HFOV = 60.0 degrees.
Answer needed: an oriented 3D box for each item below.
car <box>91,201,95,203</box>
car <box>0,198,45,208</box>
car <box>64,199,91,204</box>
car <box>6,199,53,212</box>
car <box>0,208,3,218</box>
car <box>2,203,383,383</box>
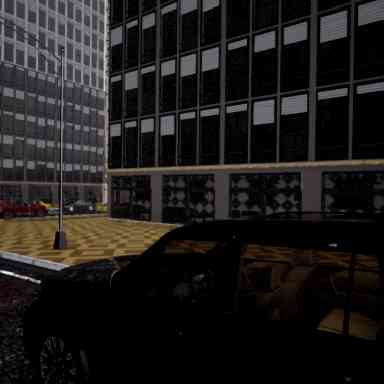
[{"bbox_3d":[-9.337,1.828,40.263,1.752,1.417,4.829,1,0,37],"label":"car"},{"bbox_3d":[-16.161,1.517,31.071,2.192,1.841,5.009,1,0,37],"label":"car"},{"bbox_3d":[-14.697,1.703,42.739,1.837,1.490,4.892,1,0,37],"label":"car"},{"bbox_3d":[-19.632,1.640,40.456,1.752,1.417,4.829,1,0,37],"label":"car"},{"bbox_3d":[-7.318,1.347,8.929,4.553,1.767,2.097,0,0,36],"label":"car"},{"bbox_3d":[0.665,1.221,3.209,5.566,2.045,2.150,0,0,36],"label":"car"}]
